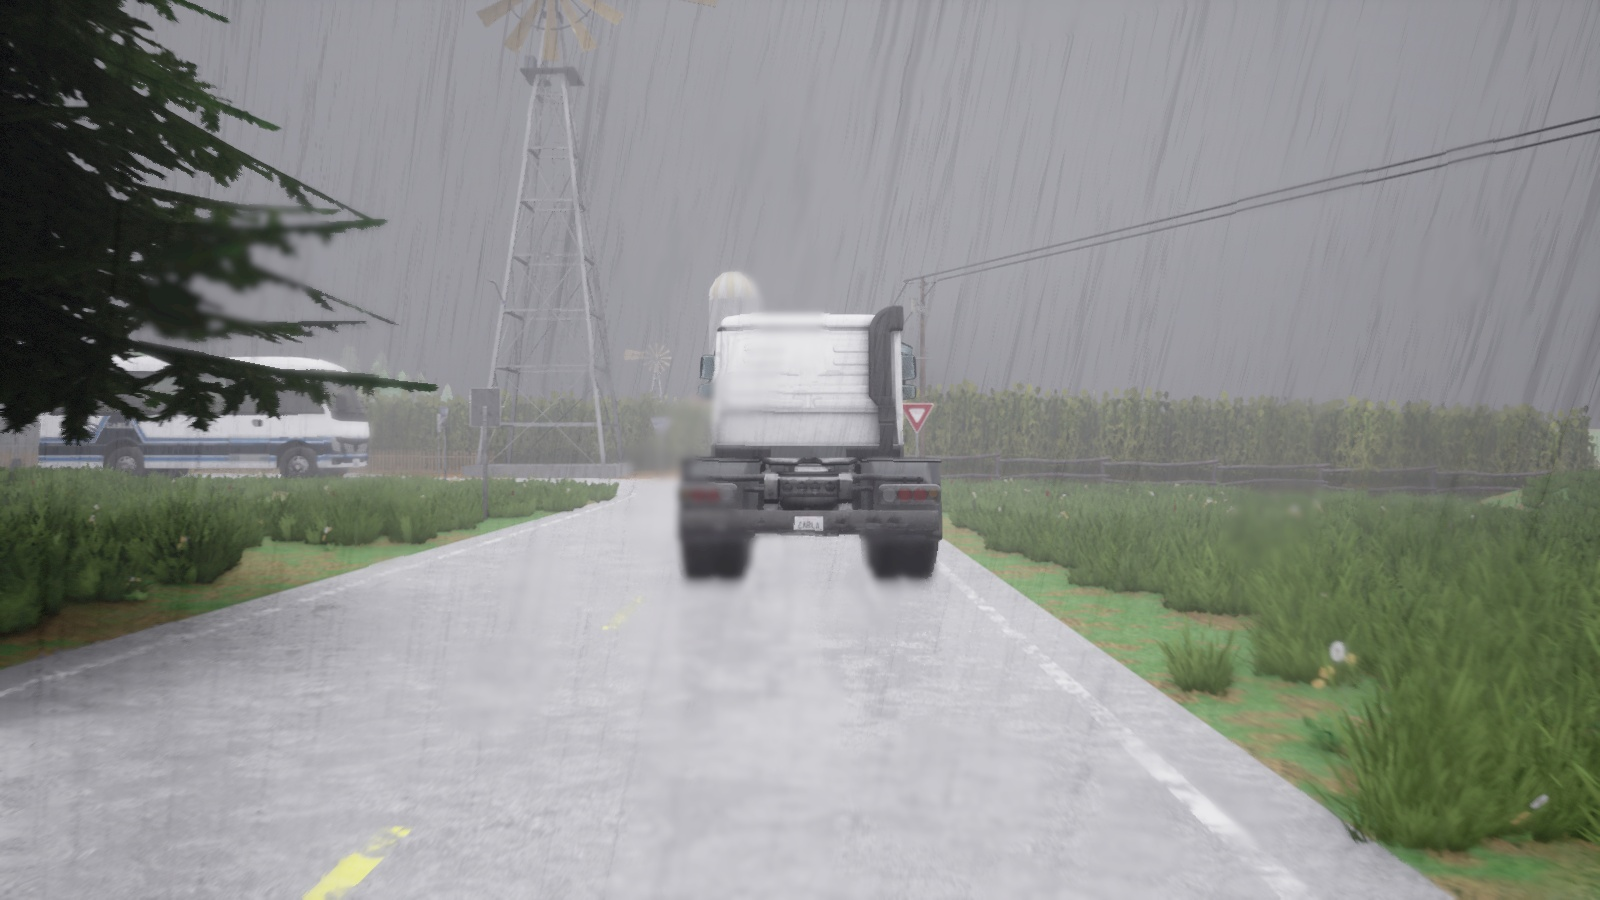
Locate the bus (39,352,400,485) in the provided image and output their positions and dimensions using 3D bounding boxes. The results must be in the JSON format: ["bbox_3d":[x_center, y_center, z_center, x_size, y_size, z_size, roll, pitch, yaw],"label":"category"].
[{"bbox_3d":[-19.148,-1.022,42.043,10.273,4.253,3.944,0,0,1],"label":"bus"}]

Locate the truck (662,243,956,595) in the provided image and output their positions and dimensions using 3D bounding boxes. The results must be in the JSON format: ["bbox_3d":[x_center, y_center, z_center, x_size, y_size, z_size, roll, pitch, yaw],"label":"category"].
[{"bbox_3d":[0.111,-0.327,16.334,2.891,3.462,7.936,0,0,0],"label":"truck"}]
